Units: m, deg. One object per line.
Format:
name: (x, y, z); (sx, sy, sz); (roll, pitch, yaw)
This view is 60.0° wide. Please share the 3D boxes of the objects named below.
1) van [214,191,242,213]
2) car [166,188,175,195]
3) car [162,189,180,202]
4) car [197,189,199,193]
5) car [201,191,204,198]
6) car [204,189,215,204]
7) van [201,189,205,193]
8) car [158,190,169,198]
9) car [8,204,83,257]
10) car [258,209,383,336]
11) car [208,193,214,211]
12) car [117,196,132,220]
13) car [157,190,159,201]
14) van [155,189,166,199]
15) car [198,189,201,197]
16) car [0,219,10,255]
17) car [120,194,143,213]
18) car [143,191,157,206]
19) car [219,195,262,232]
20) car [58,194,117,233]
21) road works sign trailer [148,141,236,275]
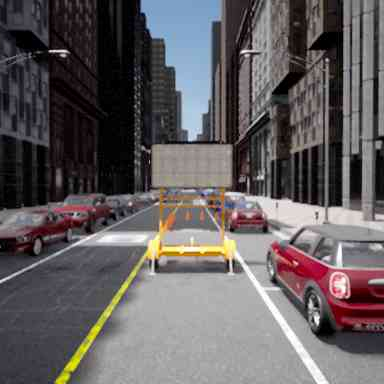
van: (2.733, 0.962, 23.404); (1.690, 1.788, 3.998); (0, 1, 0)
car: (-5.882, -0.140, 91.010); (2.192, 1.841, 5.009); (0, 1, 0)
car: (-3.108, 0.720, 48.794); (1.837, 1.490, 4.892); (0, 1, 0)
car: (2.665, 0.354, 74.132); (1.887, 1.381, 4.507); (0, 1, 0)
car: (2.702, 0.825, 45.952); (1.947, 1.339, 4.313); (0, 1, 0)
car: (2.718, 0.755, 34.676); (2.192, 1.841, 5.009); (0, 1, 0)
van: (2.696, 0.510, 51.585); (1.690, 1.788, 3.998); (0, 1, 0)
car: (-5.852, 0.427, 68.301); (1.752, 1.417, 4.829); (0, 1, 0)
car: (-5.778, 1.348, 12.115); (1.887, 1.381, 4.507); (0, 1, 0)
car: (2.755, 1.333, 6.498); (1.967, 1.590, 4.097); (0, 1, 0)
car: (2.725, 1.075, 29.044); (1.887, 1.381, 4.507); (0, 1, 0)
car: (-5.793, 1.188, 23.387); (1.947, 1.339, 4.313); (0, 1, 0)
car: (-5.822, 0.788, 45.759); (1.752, 1.417, 4.829); (0, 1, 0)
van: (-5.844, 0.331, 62.833); (1.690, 1.788, 3.998); (0, 1, 0)
car: (2.680, 0.554, 62.860); (1.947, 1.339, 4.313); (0, 1, 0)
car: (-5.770, 1.460, 6.480); (1.947, 1.339, 4.313); (0, 1, 0)
car: (-5.800, 0.972, 29.021); (1.967, 1.590, 4.097); (0, 1, 0)
car: (-5.815, 0.901, 40.294); (2.008, 1.369, 4.403); (0, 1, 0)
car: (2.740, 1.152, 17.770); (1.967, 1.590, 4.097); (0, 1, 0)
car: (-5.784, 1.028, 17.747); (2.192, 1.841, 5.009); (0, 1, 0)
road works sign trailer: (0.001, 0.304, 9.841); (2.380, 3.560, 2.880); (0, 1, 0)
